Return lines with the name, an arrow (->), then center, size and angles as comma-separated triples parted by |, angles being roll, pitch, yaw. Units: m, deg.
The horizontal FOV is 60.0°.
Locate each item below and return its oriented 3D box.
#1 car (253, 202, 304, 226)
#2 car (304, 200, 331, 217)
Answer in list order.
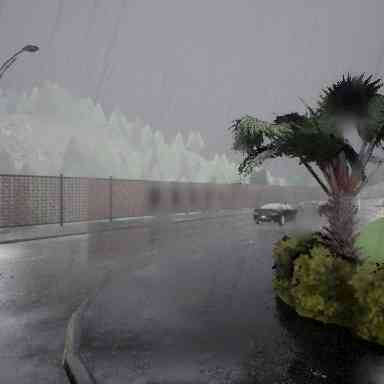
car -> 6.142, 1.477, 23.835 | 1.882, 1.535, 5.008 | 0, 0, 36
car -> 11.938, 1.491, 31.903 | 2.128, 1.511, 4.902 | 0, 0, 35
